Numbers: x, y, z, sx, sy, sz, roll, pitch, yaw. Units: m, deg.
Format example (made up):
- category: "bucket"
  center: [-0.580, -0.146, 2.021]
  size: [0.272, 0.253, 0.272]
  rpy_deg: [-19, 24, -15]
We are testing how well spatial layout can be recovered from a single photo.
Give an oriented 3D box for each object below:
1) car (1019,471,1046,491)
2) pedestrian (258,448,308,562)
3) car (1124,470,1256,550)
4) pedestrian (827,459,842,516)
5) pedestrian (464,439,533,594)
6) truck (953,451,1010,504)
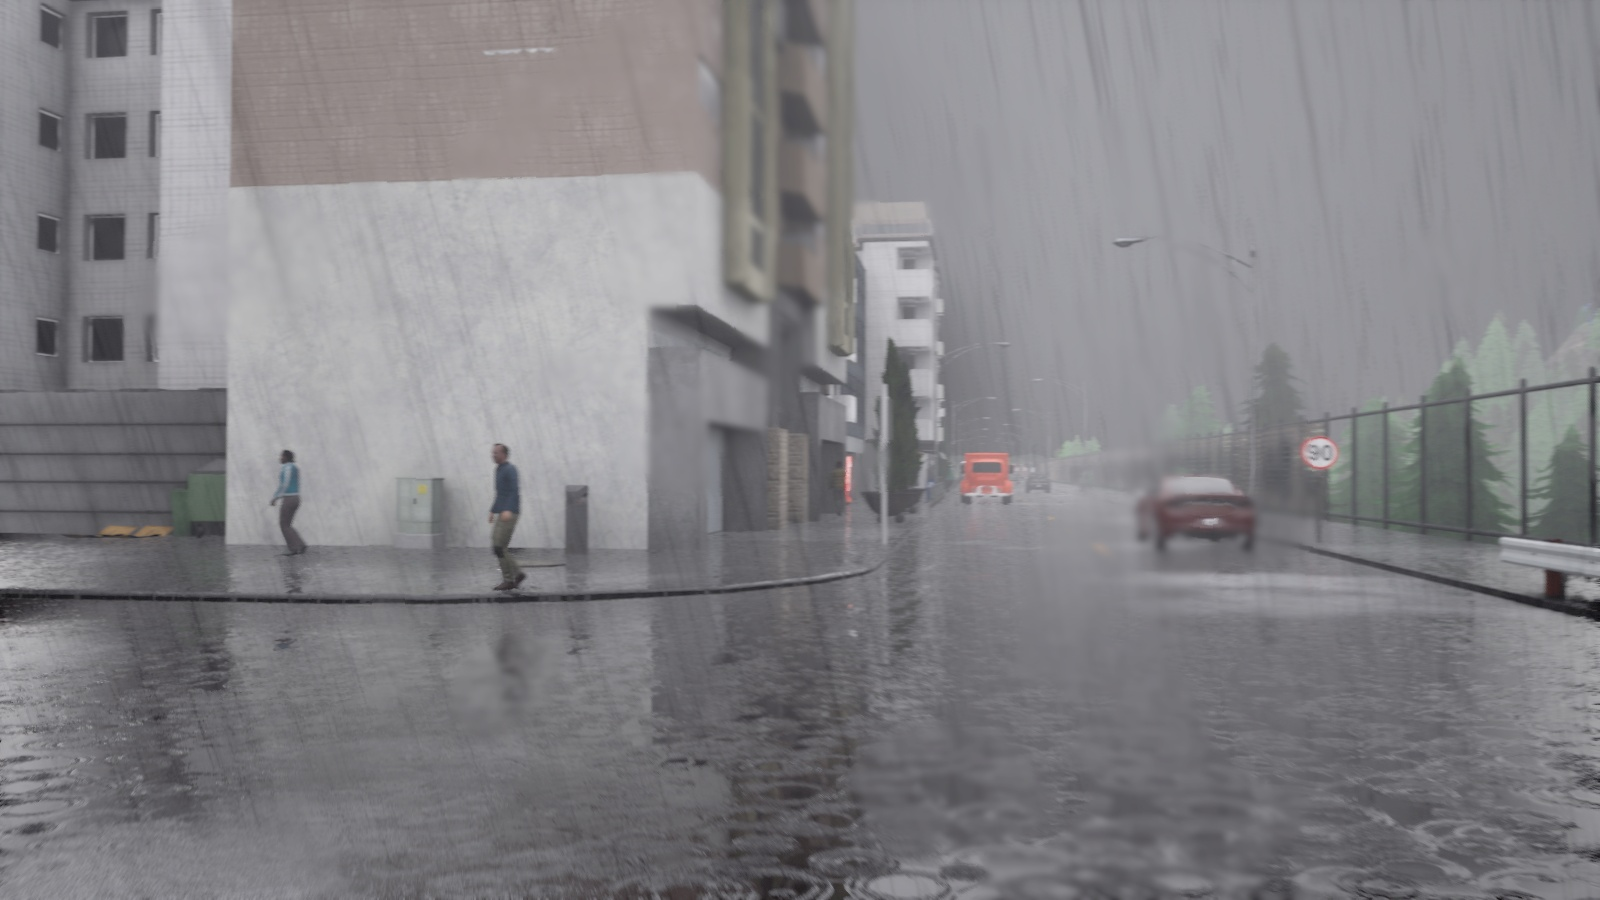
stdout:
- category: "car"
  center: [17.341, 2.320, 93.761]
  size: [1.816, 1.474, 4.193]
  rpy_deg: [0, -1, 8]
- category: "pedestrian"
  center: [-8.829, 0.935, 21.466]
  size: [0.692, 1.930, 0.396]
  rpy_deg: [0, -1, 1]
- category: "car"
  center: [8.161, 1.202, 26.748]
  size: [1.882, 1.535, 5.008]
  rpy_deg: [0, -1, 8]
- category: "pedestrian"
  center: [1.126, 1.209, 41.052]
  size: [0.431, 1.840, 0.709]
  rpy_deg: [0, -1, -1]
- category: "pedestrian"
  center: [-3.680, 0.800, 15.327]
  size: [0.726, 1.842, 0.402]
  rpy_deg: [0, -1, -36]
- category: "truck"
  center: [8.869, 1.318, 61.466]
  size: [2.627, 2.467, 5.204]
  rpy_deg: [0, -1, 8]
